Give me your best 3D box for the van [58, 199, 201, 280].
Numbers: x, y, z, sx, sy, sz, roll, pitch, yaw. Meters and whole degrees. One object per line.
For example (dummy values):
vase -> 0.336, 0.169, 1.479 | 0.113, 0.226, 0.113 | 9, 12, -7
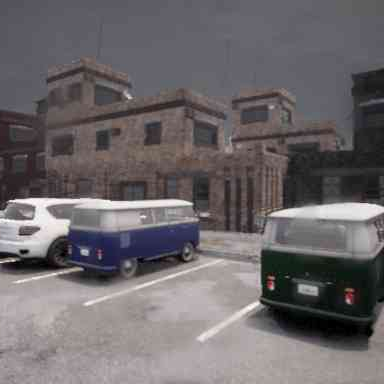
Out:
van -> -1.434, 1.255, 10.119 | 1.878, 1.987, 4.442 | 0, 0, 36

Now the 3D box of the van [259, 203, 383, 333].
van -> 3.054, 1.253, 6.918 | 1.878, 1.987, 4.442 | 0, 0, 35

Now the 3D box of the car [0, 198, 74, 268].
car -> -3.731, 1.232, 11.649 | 2.435, 2.045, 5.566 | 0, 0, 35
